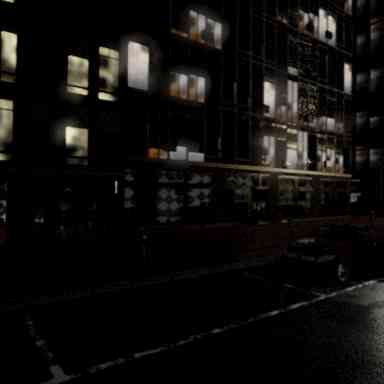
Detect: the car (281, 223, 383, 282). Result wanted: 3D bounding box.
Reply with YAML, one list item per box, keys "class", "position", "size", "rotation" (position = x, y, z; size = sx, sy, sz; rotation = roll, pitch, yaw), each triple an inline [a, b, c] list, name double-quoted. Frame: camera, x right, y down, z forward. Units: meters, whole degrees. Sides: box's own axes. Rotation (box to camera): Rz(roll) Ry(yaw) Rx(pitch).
- class: "car"
  position: [4.440, 1.593, 9.744]
  size: [4.206, 1.307, 1.802]
  rotation: [0, 1, -36]
